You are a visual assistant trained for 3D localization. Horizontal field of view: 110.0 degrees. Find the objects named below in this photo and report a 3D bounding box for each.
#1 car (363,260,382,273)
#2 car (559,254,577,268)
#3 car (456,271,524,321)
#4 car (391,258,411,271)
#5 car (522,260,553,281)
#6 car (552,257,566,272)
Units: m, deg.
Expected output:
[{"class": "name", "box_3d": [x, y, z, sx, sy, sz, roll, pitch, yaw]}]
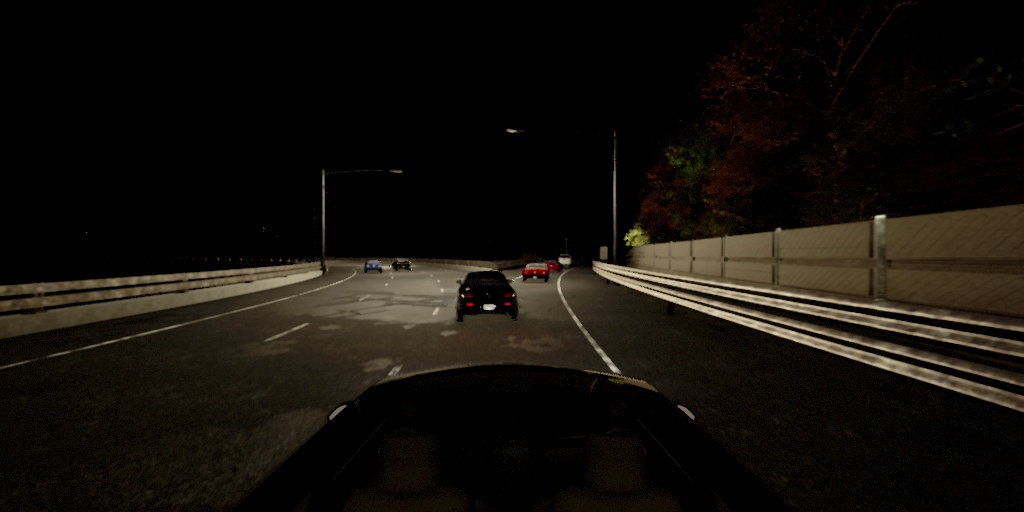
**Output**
[{"class": "car", "box_3d": [-15.933, 1.120, 41.025, 2.033, 1.411, 5.357, 0, 0, -24]}, {"class": "car", "box_3d": [8.634, 0.778, 57.221, 2.150, 2.045, 5.566, 0, -1, 15]}, {"class": "car", "box_3d": [-0.908, 1.227, 12.146, 1.812, 1.442, 4.674, 0, 0, -7]}, {"class": "car", "box_3d": [-13.919, 1.045, 44.866, 2.128, 1.511, 4.902, 0, 0, -25]}, {"class": "car", "box_3d": [1.965, 1.226, 27.953, 1.895, 1.301, 4.718, 0, 0, 8]}, {"class": "car", "box_3d": [4.899, 1.118, 42.578, 1.994, 1.385, 4.181, 0, 0, 14]}]
